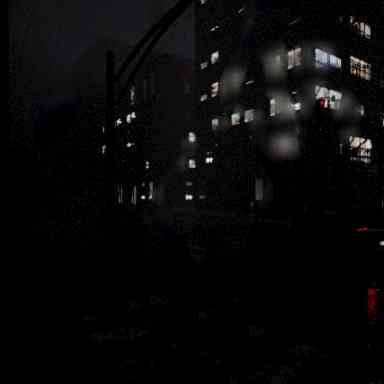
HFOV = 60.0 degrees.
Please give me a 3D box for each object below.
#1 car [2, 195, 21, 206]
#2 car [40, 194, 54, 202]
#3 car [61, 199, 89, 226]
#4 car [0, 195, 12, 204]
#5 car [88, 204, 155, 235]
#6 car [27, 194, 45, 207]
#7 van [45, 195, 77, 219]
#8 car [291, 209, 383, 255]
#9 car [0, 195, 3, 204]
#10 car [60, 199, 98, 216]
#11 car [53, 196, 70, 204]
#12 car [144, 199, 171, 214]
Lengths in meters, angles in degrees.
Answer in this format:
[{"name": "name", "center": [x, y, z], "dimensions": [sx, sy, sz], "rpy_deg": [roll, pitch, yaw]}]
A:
[{"name": "car", "center": [-26.971, 1.376, 50.274], "dimensions": [1.752, 1.417, 4.829], "rpy_deg": [0, 0, -36]}, {"name": "car", "center": [-30.155, 1.281, 69.102], "dimensions": [1.967, 1.590, 4.097], "rpy_deg": [0, 0, -36]}, {"name": "car", "center": [-7.176, 1.422, 22.650], "dimensions": [1.752, 1.417, 4.829], "rpy_deg": [0, 0, -36]}, {"name": "car", "center": [-33.666, 1.283, 59.616], "dimensions": [1.967, 1.590, 4.097], "rpy_deg": [0, 0, -36]}, {"name": "car", "center": [-3.976, 1.490, 18.186], "dimensions": [1.802, 1.307, 4.206], "rpy_deg": [0, 0, -36]}, {"name": "car", "center": [-22.031, 1.449, 47.997], "dimensions": [1.994, 1.385, 4.181], "rpy_deg": [0, 0, -36]}, {"name": "van", "center": [-10.574, 1.229, 27.392], "dimensions": [1.690, 1.788, 3.998], "rpy_deg": [0, 0, -36]}, {"name": "car", "center": [5.652, 1.421, 13.004], "dimensions": [2.128, 1.511, 4.902], "rpy_deg": [1, 0, -11]}, {"name": "car", "center": [-30.369, 1.390, 55.014], "dimensions": [1.887, 1.381, 4.507], "rpy_deg": [0, 0, -36]}, {"name": "car", "center": [-11.238, 1.428, 32.765], "dimensions": [2.033, 1.411, 5.357], "rpy_deg": [0, 0, -36]}, {"name": "car", "center": [-23.656, 1.369, 60.034], "dimensions": [1.752, 1.417, 4.829], "rpy_deg": [0, 0, -36]}, {"name": "car", "center": [-3.862, 1.411, 32.412], "dimensions": [1.752, 1.417, 4.829], "rpy_deg": [0, 0, -36]}]
